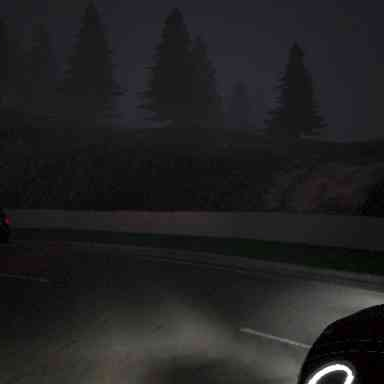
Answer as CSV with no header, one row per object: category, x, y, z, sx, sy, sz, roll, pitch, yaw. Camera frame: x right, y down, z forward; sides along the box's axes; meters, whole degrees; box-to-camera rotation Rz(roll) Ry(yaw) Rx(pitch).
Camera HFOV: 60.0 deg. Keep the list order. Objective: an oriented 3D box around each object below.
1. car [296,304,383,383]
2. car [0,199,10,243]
car,2.947,1.357,1.921,4.553,1.767,2.097,0,0,35
car,-9.286,1.172,11.474,5.566,2.045,2.150,0,-1,4
